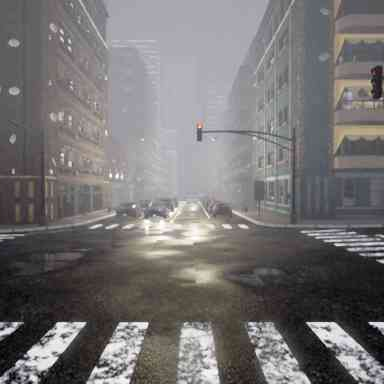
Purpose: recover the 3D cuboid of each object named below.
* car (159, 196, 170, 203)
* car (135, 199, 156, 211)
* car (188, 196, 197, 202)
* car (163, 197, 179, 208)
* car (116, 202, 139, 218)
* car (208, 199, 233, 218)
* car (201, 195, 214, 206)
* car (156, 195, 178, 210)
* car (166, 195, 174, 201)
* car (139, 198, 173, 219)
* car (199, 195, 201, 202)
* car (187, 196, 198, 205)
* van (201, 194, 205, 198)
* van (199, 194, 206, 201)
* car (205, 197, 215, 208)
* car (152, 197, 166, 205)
[{"bbox_3d":[-5.660,1.600,68.935,1.802,1.307,4.206,0,0,0],"label":"car"},{"bbox_3d":[-5.674,1.569,41.317,1.947,1.339,4.313,0,0,0],"label":"car"},{"bbox_3d":[0.038,1.446,69.746,1.895,1.301,4.718,0,0,0],"label":"car"},{"bbox_3d":[-3.060,1.499,50.338,2.128,1.511,4.902,0,0,0],"label":"car"},{"bbox_3d":[-5.680,1.566,30.270,1.947,1.339,4.313,0,0,0],"label":"car"},{"bbox_3d":[2.701,1.582,30.254,1.802,1.307,4.206,0,0,0],"label":"car"},{"bbox_3d":[2.709,1.550,46.824,1.887,1.381,4.507,0,0,0],"label":"car"},{"bbox_3d":[-3.076,1.508,39.895,1.837,1.490,4.892,0,0,0],"label":"car"},{"bbox_3d":[-5.652,1.556,85.335,1.752,1.417,4.829,0,0,0],"label":"car"},{"bbox_3d":[-3.085,1.547,29.776,2.033,1.411,5.357,0,0,0],"label":"car"},{"bbox_3d":[2.715,1.577,57.871,1.947,1.339,4.313,0,0,0],"label":"car"},{"bbox_3d":[0.032,1.538,59.711,1.812,1.442,4.674,0,0,0],"label":"car"},{"bbox_3d":[2.711,1.349,52.347,1.690,1.788,3.998,0,0,0],"label":"van"},{"bbox_3d":[2.728,1.372,85.489,1.690,1.788,3.998,-1,0,0],"label":"van"},{"bbox_3d":[2.704,1.567,35.777,1.947,1.339,4.313,0,0,0],"label":"car"},{"bbox_3d":[-5.666,1.556,57.888,1.887,1.381,4.507,0,0,0],"label":"car"}]
